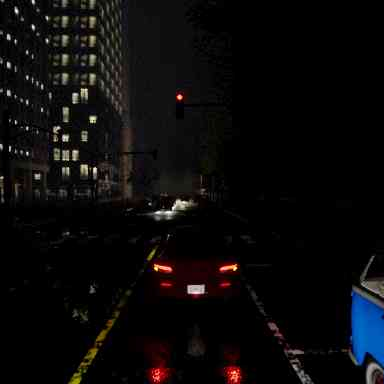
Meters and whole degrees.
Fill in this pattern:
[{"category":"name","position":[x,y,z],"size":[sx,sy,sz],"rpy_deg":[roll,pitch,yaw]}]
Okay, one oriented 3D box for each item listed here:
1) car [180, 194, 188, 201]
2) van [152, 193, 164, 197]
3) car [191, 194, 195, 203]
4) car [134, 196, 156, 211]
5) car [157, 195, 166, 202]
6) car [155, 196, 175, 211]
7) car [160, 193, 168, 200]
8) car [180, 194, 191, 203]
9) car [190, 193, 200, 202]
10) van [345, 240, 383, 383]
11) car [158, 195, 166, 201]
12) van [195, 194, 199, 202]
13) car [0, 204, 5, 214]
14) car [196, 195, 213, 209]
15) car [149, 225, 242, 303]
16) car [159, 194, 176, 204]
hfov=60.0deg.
[{"category":"car","position":[-1.900,1.265,80.591],"size":[1.882,1.535,5.008],"rpy_deg":[0,0,-3]},{"category":"van","position":[-6.625,1.314,61.941],"size":[1.690,1.788,3.998],"rpy_deg":[0,0,-2]},{"category":"car","position":[1.185,1.492,68.026],"size":[1.752,1.417,4.829],"rpy_deg":[0,0,-2]},{"category":"car","position":[-5.832,1.539,39.770],"size":[2.008,1.369,4.403],"rpy_deg":[0,0,-1]},{"category":"car","position":[-7.276,1.501,78.571],"size":[1.887,1.381,4.507],"rpy_deg":[0,0,-2]},{"category":"car","position":[-3.407,1.552,40.432],"size":[1.994,1.385,4.181],"rpy_deg":[0,0,-3]},{"category":"car","position":[-8.075,1.252,95.196],"size":[2.192,1.841,5.009],"rpy_deg":[0,0,-3]},{"category":"car","position":[-1.481,1.552,70.616],"size":[1.895,1.301,4.718],"rpy_deg":[0,0,-2]},{"category":"car","position":[0.740,1.271,78.945],"size":[2.192,1.841,5.009],"rpy_deg":[0,0,-3]},{"category":"van","position":[2.558,1.341,2.145],"size":[1.690,1.788,3.998],"rpy_deg":[0,0,0]},{"category":"car","position":[-7.528,1.533,84.115],"size":[1.802,1.307,4.206],"rpy_deg":[0,0,-3]},{"category":"van","position":[1.748,1.322,51.233],"size":[1.690,1.788,3.998],"rpy_deg":[0,0,-2]},{"category":"car","position":[-18.220,1.377,28.510],"size":[4.206,1.307,1.802],"rpy_deg":[1,0,3]},{"category":"car","position":[1.899,1.510,45.860],"size":[1.752,1.417,4.829],"rpy_deg":[0,0,-2]},{"category":"car","position":[0.054,1.525,8.080],"size":[1.812,1.442,4.674],"rpy_deg":[0,0,0]},{"category":"car","position":[-3.649,1.485,50.465],"size":[1.837,1.490,4.892],"rpy_deg":[0,0,-1]}]
